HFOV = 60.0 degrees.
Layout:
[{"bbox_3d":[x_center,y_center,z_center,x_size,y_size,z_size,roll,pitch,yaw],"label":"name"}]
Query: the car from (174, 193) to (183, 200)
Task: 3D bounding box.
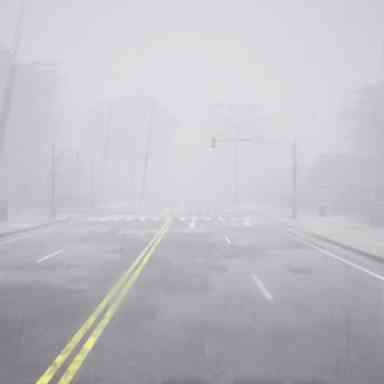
[{"bbox_3d":[-3.249,1.011,81.480,2.097,1.767,4.553,0,0,0],"label":"car"}]
